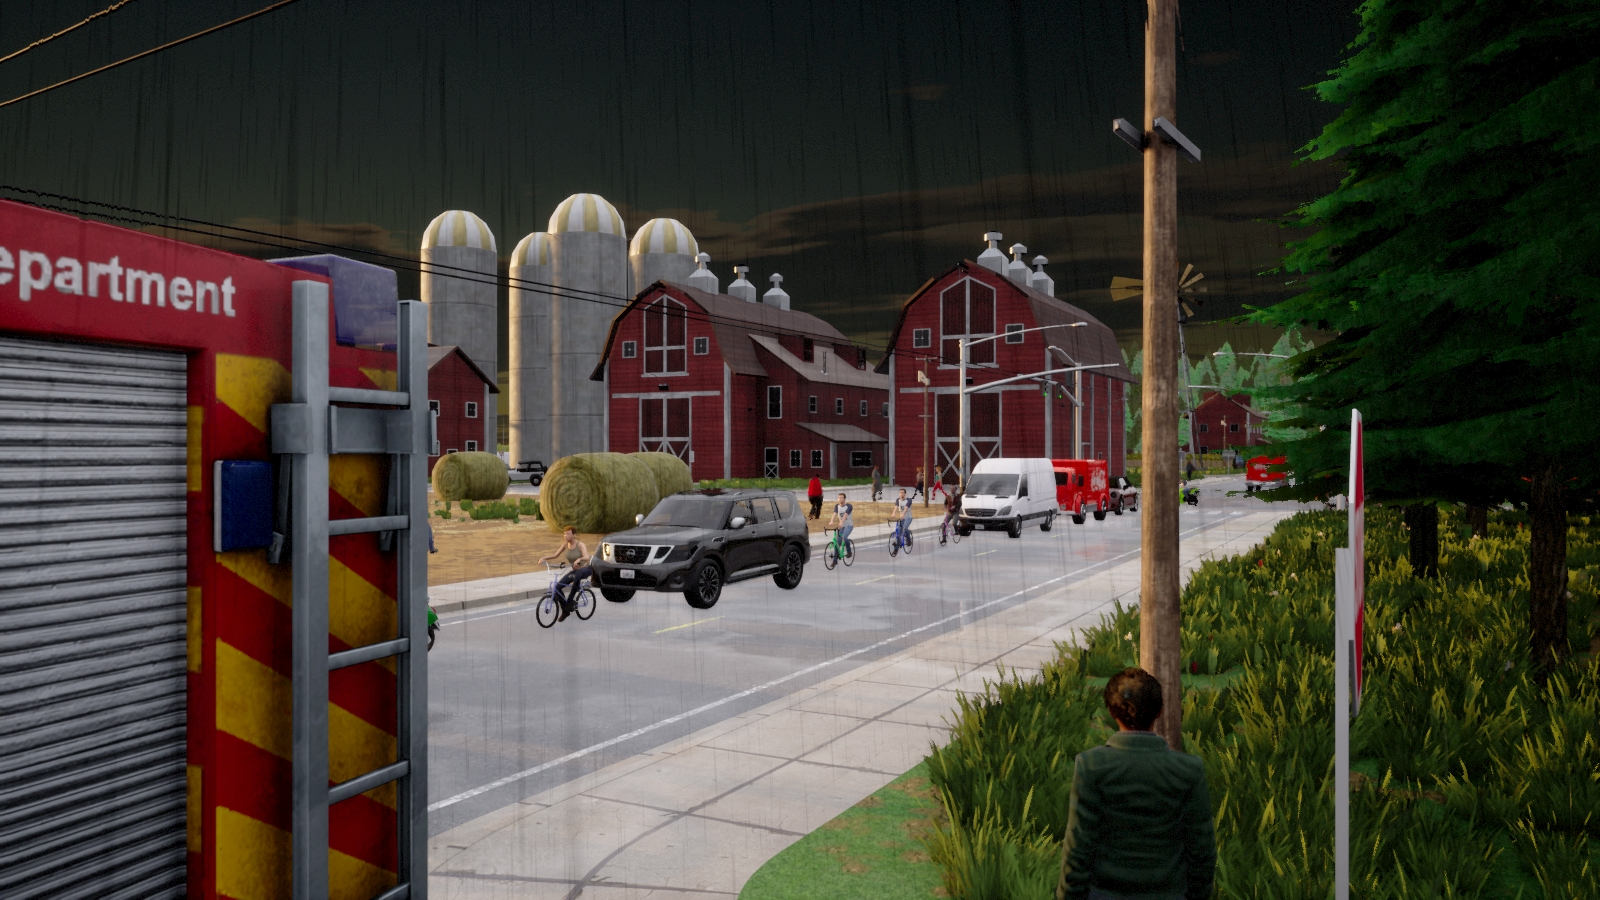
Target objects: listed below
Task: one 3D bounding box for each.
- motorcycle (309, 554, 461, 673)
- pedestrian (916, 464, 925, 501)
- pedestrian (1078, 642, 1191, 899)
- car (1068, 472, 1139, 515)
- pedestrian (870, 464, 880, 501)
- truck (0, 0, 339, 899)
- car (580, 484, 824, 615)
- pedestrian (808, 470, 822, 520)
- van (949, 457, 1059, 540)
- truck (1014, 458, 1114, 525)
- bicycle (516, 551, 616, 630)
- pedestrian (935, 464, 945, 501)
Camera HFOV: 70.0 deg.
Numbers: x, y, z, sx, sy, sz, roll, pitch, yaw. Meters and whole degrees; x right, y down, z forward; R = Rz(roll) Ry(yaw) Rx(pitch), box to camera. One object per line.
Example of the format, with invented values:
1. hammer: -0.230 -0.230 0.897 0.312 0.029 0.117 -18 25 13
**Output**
1. motorcycle: -5.521 2.142 15.309 0.856 1.316 1.805 0 0 28
2. pedestrian: 6.169 1.668 58.564 0.375 1.860 0.375 0 0 18
3. pedestrian: 1.206 1.663 4.146 0.375 1.860 0.375 0 0 15
4. car: 13.659 1.903 51.220 2.097 1.767 4.553 0 0 28
5. pedestrian: 3.851 1.670 58.873 0.375 1.860 0.375 0 0 32
6. truck: -5.976 0.867 3.795 8.468 3.827 2.891 0 0 20
7. car: -1.717 1.779 22.428 2.150 2.045 5.566 0 0 27
8. pedestrian: 0.550 1.678 43.083 0.375 1.860 0.375 0 0 40
9. van: 7.066 1.534 38.947 1.988 2.561 5.915 0 0 28
10. truck: 10.557 1.568 45.373 2.627 2.467 5.204 0 0 28
11. bicycle: -3.786 2.256 18.580 0.859 1.080 1.487 0 0 28
12. pedestrian: 7.166 1.670 58.476 0.375 1.860 0.375 0 0 23
